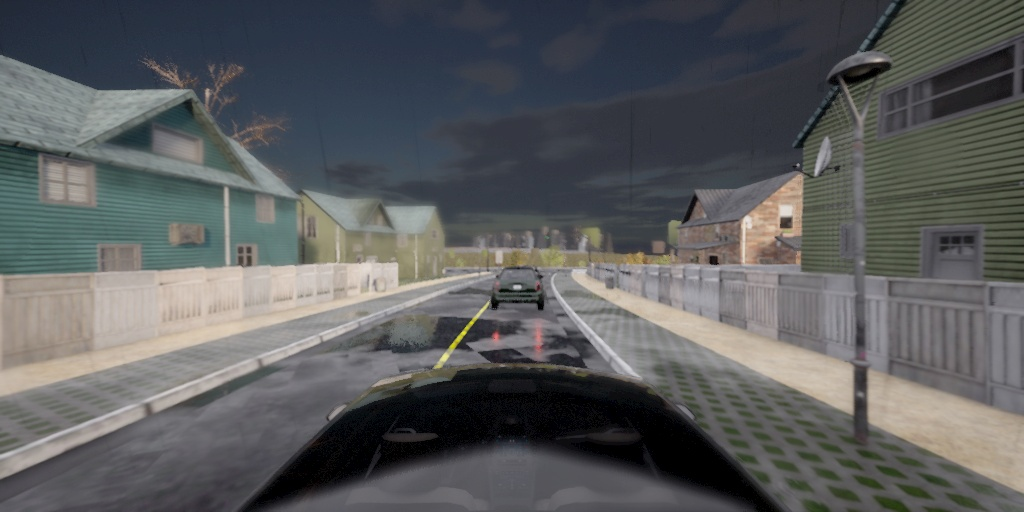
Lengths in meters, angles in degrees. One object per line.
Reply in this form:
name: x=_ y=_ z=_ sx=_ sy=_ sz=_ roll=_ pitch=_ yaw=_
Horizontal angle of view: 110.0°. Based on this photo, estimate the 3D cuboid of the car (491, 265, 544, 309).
car: x=0.313 y=1.240 z=15.821 sx=2.097 sy=1.767 sz=4.553 roll=0 pitch=-1 yaw=3

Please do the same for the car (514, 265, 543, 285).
car: x=1.513 y=1.554 z=30.941 sx=2.128 sy=1.511 sz=4.902 roll=0 pitch=-1 yaw=6

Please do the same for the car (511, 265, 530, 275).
car: x=1.221 y=1.865 z=48.467 sx=1.895 sy=1.301 sz=4.718 roll=0 pitch=-1 yaw=10
